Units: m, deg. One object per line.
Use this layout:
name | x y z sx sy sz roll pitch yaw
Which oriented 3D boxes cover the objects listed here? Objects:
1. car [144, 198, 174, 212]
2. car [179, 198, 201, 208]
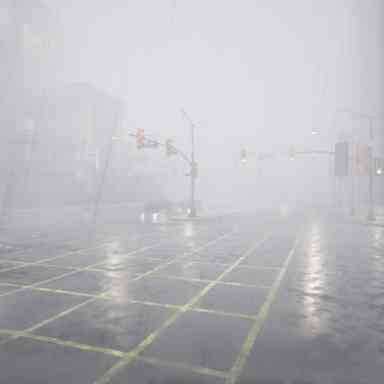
car | -3.817 1.478 38.931 1.882 1.535 5.008 0 0 23
car | -0.245 1.601 48.501 1.895 1.301 4.718 0 0 21
